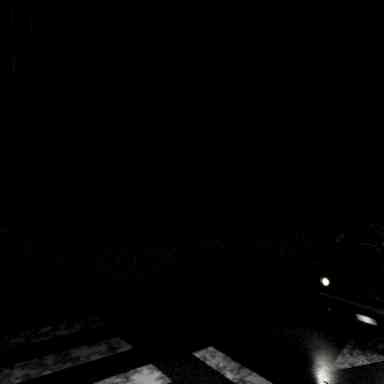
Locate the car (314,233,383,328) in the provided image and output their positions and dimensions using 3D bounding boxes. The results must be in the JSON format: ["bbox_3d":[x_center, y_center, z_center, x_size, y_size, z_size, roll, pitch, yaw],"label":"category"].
[{"bbox_3d":[4.427,1.591,6.208,4.718,1.301,1.895,0,0,-34],"label":"car"}]

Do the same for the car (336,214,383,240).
[{"bbox_3d":[6.340,1.424,10.637,4.097,1.590,1.967,0,0,-35],"label":"car"}]
